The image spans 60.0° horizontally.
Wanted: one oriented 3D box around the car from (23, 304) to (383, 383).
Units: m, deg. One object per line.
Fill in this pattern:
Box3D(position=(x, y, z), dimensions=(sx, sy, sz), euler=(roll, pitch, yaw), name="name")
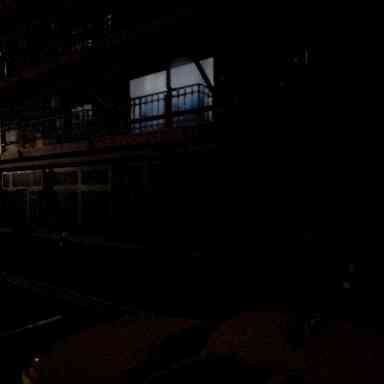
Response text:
Box3D(position=(0.581, 1.529, 2.460), dimensions=(4.829, 1.417, 1.752), euler=(0, 0, 36), name="car")
